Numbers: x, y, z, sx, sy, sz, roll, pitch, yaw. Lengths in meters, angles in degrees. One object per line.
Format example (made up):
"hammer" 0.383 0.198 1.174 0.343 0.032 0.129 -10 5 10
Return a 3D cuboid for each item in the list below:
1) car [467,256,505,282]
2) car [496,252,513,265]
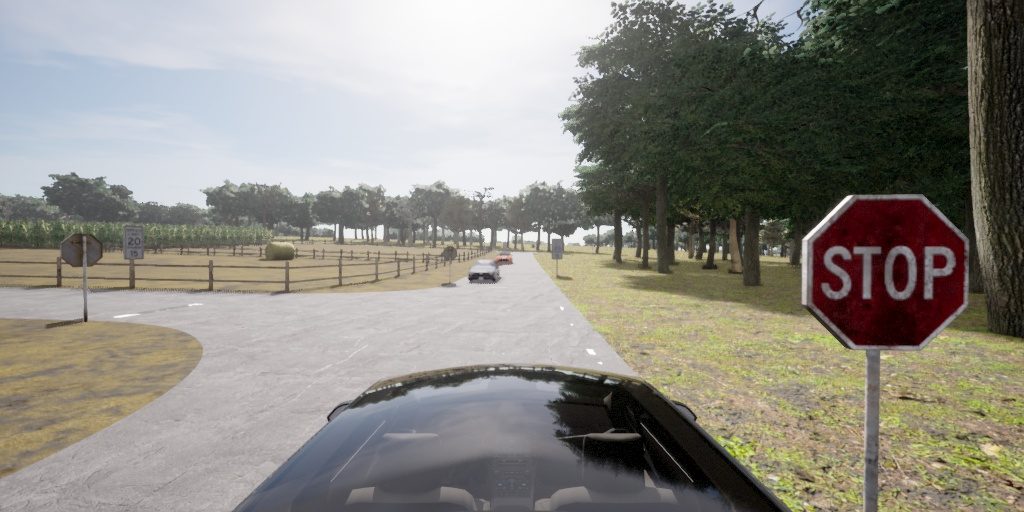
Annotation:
"car" -1.845 0.988 25.123 2.033 1.411 5.357 0 1 2
"car" -0.988 0.228 48.236 2.097 1.767 4.553 0 2 2
